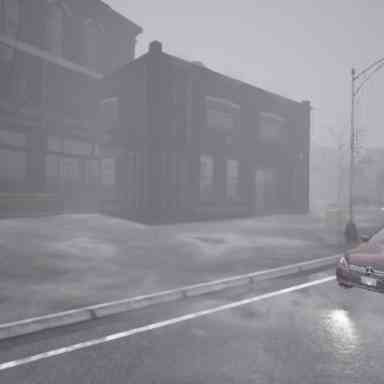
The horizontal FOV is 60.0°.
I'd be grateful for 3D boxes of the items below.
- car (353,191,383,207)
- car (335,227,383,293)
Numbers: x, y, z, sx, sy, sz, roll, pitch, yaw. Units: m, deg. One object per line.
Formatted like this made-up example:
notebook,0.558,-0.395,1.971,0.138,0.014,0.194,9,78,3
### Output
car,24.656,0.965,46.962,2.150,2.045,5.566,1,0,-5
car,5.361,1.511,8.076,4.674,1.442,1.812,0,0,-38
